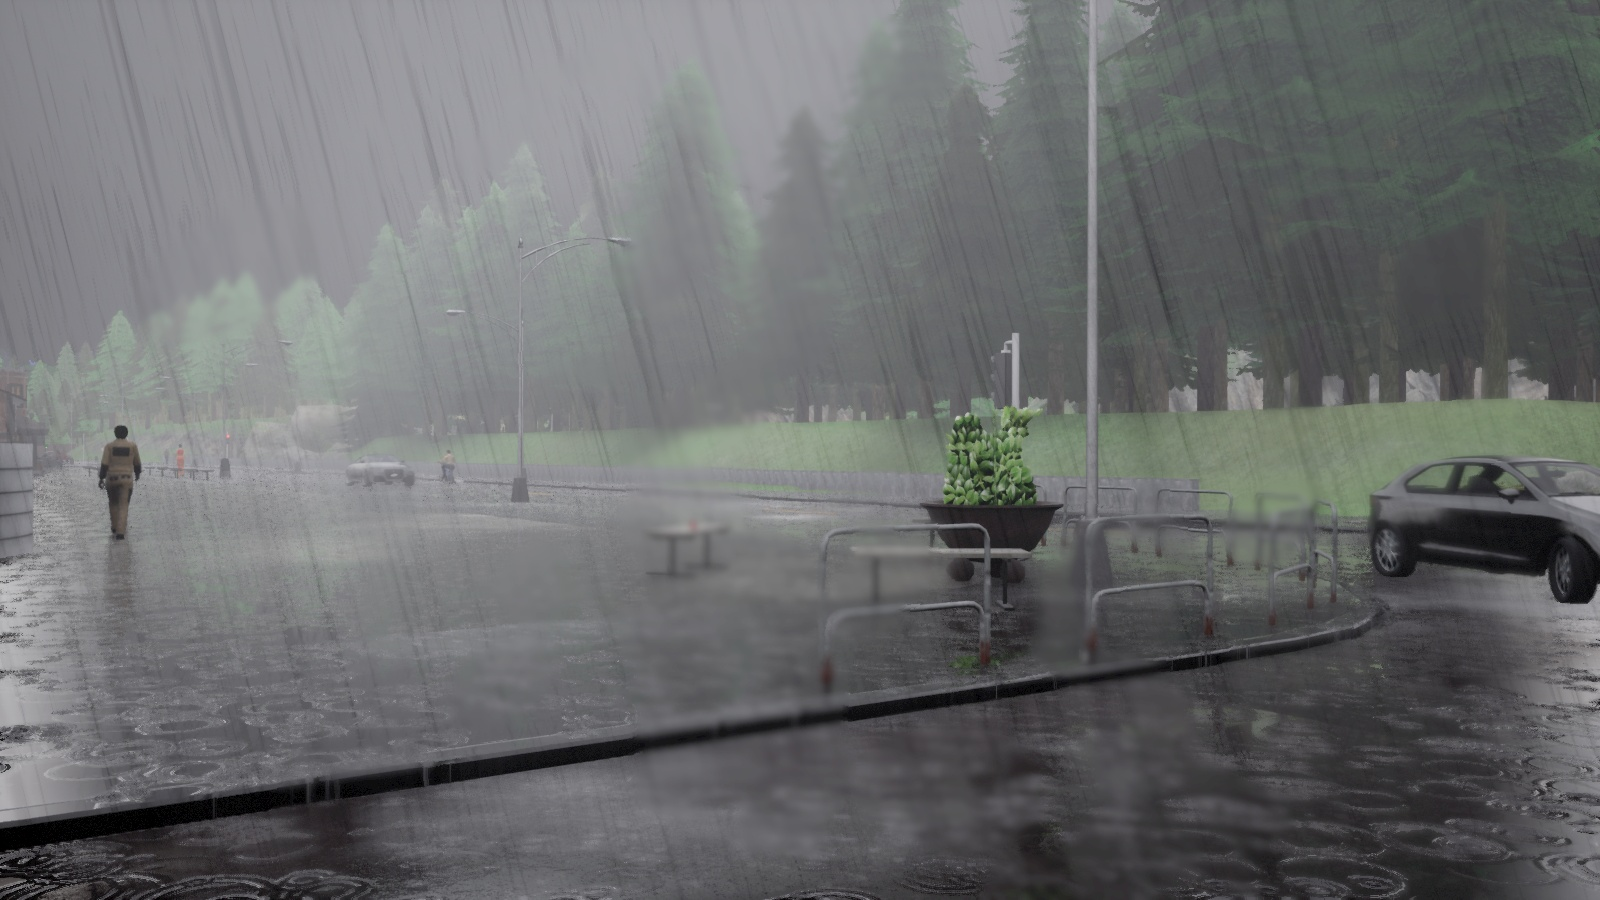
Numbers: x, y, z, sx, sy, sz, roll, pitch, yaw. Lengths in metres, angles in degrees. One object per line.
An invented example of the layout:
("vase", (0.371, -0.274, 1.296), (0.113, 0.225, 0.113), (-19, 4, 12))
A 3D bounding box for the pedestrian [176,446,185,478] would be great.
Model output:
("pedestrian", (-35.906, 0.709, 72.774), (0.345, 1.836, 0.594), (0, 0, -34))

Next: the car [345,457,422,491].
("car", (-17.814, 0.977, 53.573), (1.994, 1.385, 4.181), (0, 0, -35))

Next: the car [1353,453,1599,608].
("car", (8.210, 0.775, 13.888), (1.816, 1.474, 4.193), (0, 0, -10))

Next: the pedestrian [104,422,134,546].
("pedestrian", (-10.769, 0.526, 19.871), (0.396, 1.930, 0.692), (0, 0, -26))
